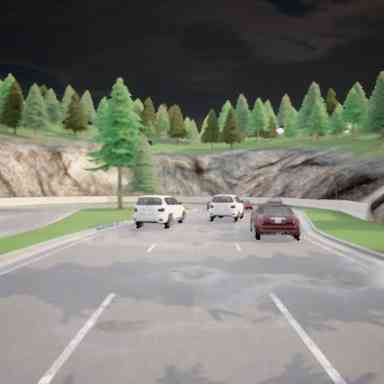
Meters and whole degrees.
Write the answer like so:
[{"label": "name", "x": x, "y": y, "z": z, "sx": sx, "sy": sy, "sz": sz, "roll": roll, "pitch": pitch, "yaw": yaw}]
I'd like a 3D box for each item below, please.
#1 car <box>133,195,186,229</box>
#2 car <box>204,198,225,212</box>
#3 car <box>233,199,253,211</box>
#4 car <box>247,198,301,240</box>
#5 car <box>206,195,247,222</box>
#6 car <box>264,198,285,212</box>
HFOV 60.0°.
[{"label": "car", "x": -2.014, "y": 1.227, "z": 22.075, "sx": 2.150, "sy": 2.045, "sz": 5.566, "roll": 0, "pitch": 0, "yaw": 13}, {"label": "car", "x": 2.859, "y": 1.502, "z": 40.584, "sx": 2.128, "sy": 1.511, "sz": 4.902, "roll": 0, "pitch": 0, "yaw": 9}, {"label": "car", "x": 6.405, "y": 1.575, "z": 42.225, "sx": 1.994, "sy": 1.385, "sz": 4.181, "roll": 0, "pitch": 0, "yaw": 2}, {"label": "car", "x": 4.215, "y": 1.357, "z": 17.374, "sx": 2.097, "sy": 1.767, "sz": 4.553, "roll": 0, "pitch": 0, "yaw": 7}, {"label": "car", "x": 2.843, "y": 1.229, "z": 26.639, "sx": 2.150, "sy": 2.045, "sz": 5.566, "roll": 0, "pitch": 0, "yaw": 15}, {"label": "car", "x": 9.921, "y": 1.489, "z": 40.407, "sx": 1.882, "sy": 1.535, "sz": 5.008, "roll": 0, "pitch": 0, "yaw": 6}]
